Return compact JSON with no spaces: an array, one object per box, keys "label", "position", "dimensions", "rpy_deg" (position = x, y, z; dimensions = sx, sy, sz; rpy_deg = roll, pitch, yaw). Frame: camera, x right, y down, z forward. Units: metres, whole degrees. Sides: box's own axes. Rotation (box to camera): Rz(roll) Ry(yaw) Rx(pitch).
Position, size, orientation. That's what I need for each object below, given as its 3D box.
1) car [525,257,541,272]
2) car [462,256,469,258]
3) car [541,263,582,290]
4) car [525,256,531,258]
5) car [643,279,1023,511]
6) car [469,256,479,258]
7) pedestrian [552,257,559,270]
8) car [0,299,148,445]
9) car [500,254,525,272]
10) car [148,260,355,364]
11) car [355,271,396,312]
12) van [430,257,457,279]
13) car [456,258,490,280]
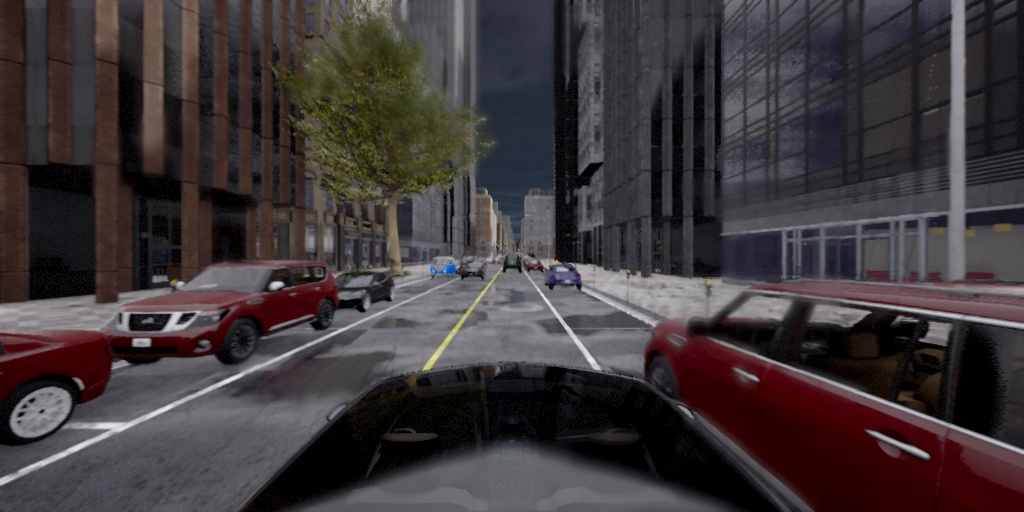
[{"label":"car","position":[2.663,1.153,42.012],"dimensions":[1.888,1.381,4.507],"rpy_deg":[0,0,0]},{"label":"car","position":[-5.862,1.062,36.384],"dimensions":[1.967,1.591,4.097],"rpy_deg":[0,0,0]},{"label":"car","position":[2.998,1.189,21.580],"dimensions":[1.812,1.442,4.674],"rpy_deg":[0,0,0]},{"label":"car","position":[2.663,1.033,47.650],"dimensions":[1.967,1.591,4.097],"rpy_deg":[0,0,0]},{"label":"car","position":[2.667,1.061,2.542],"dimensions":[2.192,1.841,5.009],"rpy_deg":[0,0,0]},{"label":"car","position":[-5.863,0.908,47.663],"dimensions":[2.192,1.841,5.009],"rpy_deg":[0,0,0]},{"label":"pedestrian","position":[2.998,0.947,24.416],"dimensions":[0.375,1.860,0.375],"rpy_deg":[0,0,-15]},{"label":"car","position":[-5.858,1.291,2.549],"dimensions":[1.888,1.381,4.507],"rpy_deg":[0,0,0]},{"label":"car","position":[0.041,0.831,42.052],"dimensions":[2.150,2.045,5.566],"rpy_deg":[0,0,0]},{"label":"car","position":[-5.859,1.035,8.188],"dimensions":[2.192,1.841,5.009],"rpy_deg":[0,0,0]},{"label":"car","position":[-5.859,1.260,13.829],"dimensions":[1.948,1.339,4.313],"rpy_deg":[0,0,0]},{"label":"van","position":[-5.861,0.977,30.744],"dimensions":[1.690,1.789,3.998],"rpy_deg":[0,0,0]},{"label":"car","position":[-3.099,1.144,29.509],"dimensions":[1.837,1.490,4.892],"rpy_deg":[0,0,0]}]
